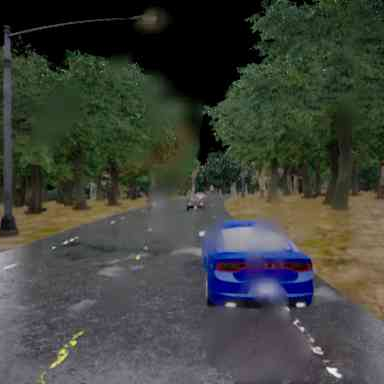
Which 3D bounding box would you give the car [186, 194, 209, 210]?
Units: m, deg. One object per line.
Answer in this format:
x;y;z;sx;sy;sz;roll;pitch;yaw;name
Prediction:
0.486;1.200;34.969;1.895;1.301;4.718;0;1;3;car

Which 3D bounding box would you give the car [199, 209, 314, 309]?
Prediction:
1.216;1.400;7.852;1.882;1.535;5.008;0;1;0;car

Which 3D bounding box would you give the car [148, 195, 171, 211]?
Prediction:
-3.246;1.108;33.858;2.128;1.511;4.902;0;1;3;car

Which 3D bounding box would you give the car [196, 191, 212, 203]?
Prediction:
1.343;0.775;46.967;2.097;1.767;4.553;0;1;7;car
